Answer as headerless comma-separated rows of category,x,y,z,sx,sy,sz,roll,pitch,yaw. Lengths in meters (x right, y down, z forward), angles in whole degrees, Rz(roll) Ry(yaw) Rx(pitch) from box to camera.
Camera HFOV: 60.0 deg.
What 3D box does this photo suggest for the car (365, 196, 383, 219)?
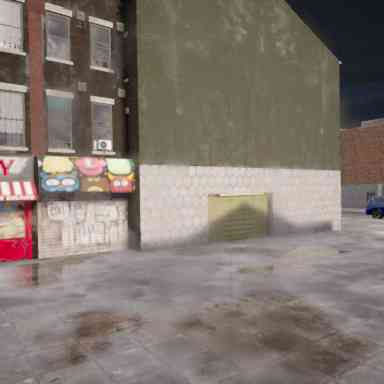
car,17.589,1.335,27.907,2.150,2.045,5.566,-1,0,-35
